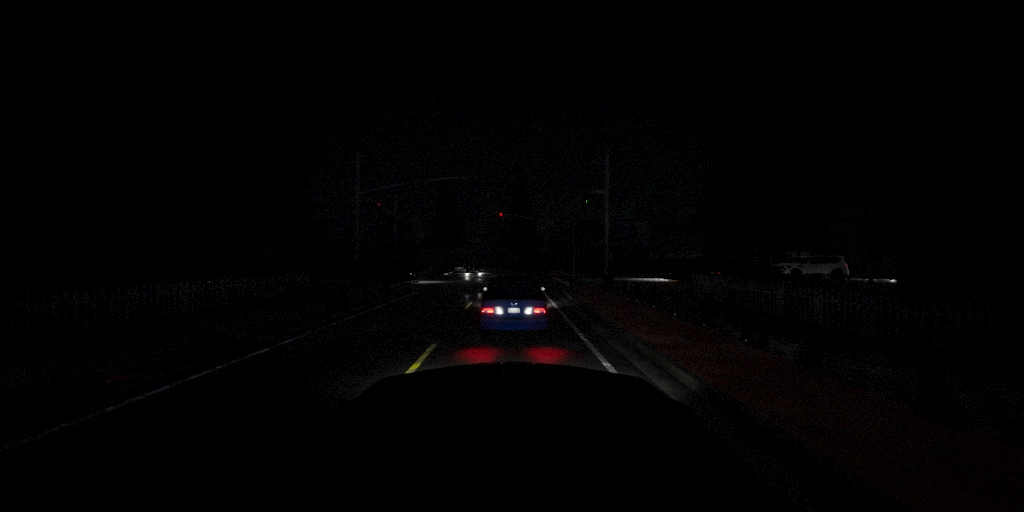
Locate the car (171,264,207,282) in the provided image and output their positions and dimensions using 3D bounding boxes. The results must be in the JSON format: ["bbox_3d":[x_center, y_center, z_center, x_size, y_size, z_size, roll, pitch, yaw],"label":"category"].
[{"bbox_3d":[-26.104,1.311,27.690,4.181,1.385,1.994,0,0,2],"label":"car"}]

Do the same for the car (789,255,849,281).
[{"bbox_3d":[24.675,0.969,29.907,5.566,2.045,2.150,0,0,1],"label":"car"}]

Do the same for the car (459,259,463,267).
[{"bbox_3d":[-6.323,1.287,54.351,2.033,1.411,5.357,0,0,-14],"label":"car"}]

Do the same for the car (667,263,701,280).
[{"bbox_3d":[15.310,1.312,30.185,4.181,1.385,1.994,0,0,2],"label":"car"}]

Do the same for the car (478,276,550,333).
[{"bbox_3d":[0.061,1.302,10.767,2.033,1.411,5.357,0,0,0],"label":"car"}]

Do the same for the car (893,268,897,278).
[{"bbox_3d":[34.521,1.099,29.601,4.553,1.767,2.097,0,0,2],"label":"car"}]

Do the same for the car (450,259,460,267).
[{"bbox_3d":[-9.710,1.292,64.383,2.033,1.411,5.357,0,0,-23],"label":"car"}]

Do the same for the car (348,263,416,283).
[{"bbox_3d":[-9.912,1.251,27.479,4.892,1.490,1.837,0,0,-3],"label":"car"}]

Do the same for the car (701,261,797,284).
[{"bbox_3d":[17.346,1.293,26.423,5.357,1.411,2.033,0,0,2],"label":"car"}]

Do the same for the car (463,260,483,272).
[{"bbox_3d":[-4.785,1.240,44.694,1.837,1.490,4.892,0,0,-6],"label":"car"}]
